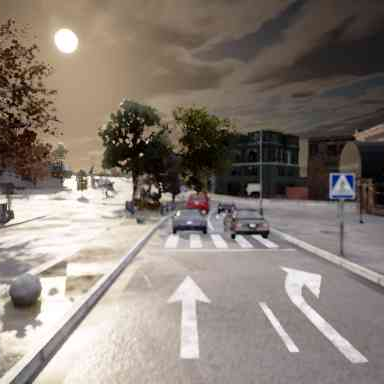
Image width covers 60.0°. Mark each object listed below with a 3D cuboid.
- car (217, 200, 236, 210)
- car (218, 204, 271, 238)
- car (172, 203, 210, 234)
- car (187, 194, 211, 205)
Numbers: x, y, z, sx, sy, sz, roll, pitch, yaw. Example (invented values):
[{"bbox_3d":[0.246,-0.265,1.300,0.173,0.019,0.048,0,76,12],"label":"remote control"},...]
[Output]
[{"bbox_3d":[3.643,1.544,34.986,1.895,1.301,4.718,0,1,6],"label":"car"},{"bbox_3d":[2.752,1.573,17.680,2.033,1.411,5.357,0,0,0],"label":"car"},{"bbox_3d":[-0.117,1.593,19.637,1.994,1.385,4.181,0,0,0],"label":"car"},{"bbox_3d":[0.738,1.165,34.910,2.150,2.045,5.566,0,1,6],"label":"car"}]
